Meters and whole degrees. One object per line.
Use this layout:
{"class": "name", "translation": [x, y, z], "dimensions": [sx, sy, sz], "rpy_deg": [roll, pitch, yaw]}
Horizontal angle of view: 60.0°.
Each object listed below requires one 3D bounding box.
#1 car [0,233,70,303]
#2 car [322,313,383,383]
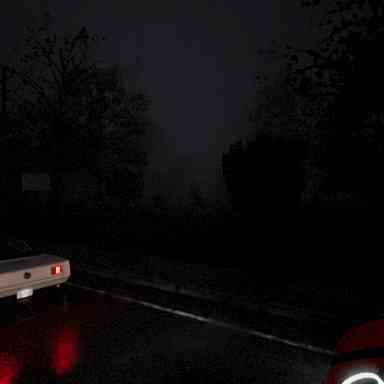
{"class": "car", "translation": [-4.920, 1.601, 7.494], "dimensions": [4.718, 1.301, 1.895], "rpy_deg": [0, 0, 35]}
{"class": "car", "translation": [3.101, 1.352, 1.815], "dimensions": [4.553, 1.767, 2.097], "rpy_deg": [0, 0, 35]}
